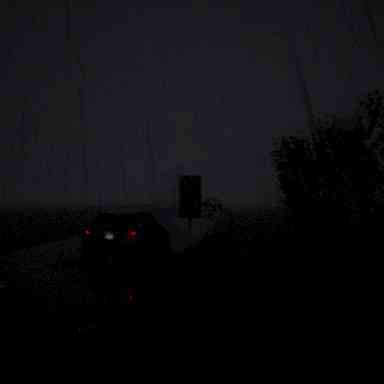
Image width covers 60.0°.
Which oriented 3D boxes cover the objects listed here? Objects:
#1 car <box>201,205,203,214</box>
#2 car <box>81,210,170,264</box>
[{"bbox_3d":[2.090,1.983,42.131,2.033,1.411,5.357,1,-1,7],"label":"car"},{"bbox_3d":[-2.245,1.434,12.483,2.097,1.767,4.553,1,-1,10],"label":"car"}]
